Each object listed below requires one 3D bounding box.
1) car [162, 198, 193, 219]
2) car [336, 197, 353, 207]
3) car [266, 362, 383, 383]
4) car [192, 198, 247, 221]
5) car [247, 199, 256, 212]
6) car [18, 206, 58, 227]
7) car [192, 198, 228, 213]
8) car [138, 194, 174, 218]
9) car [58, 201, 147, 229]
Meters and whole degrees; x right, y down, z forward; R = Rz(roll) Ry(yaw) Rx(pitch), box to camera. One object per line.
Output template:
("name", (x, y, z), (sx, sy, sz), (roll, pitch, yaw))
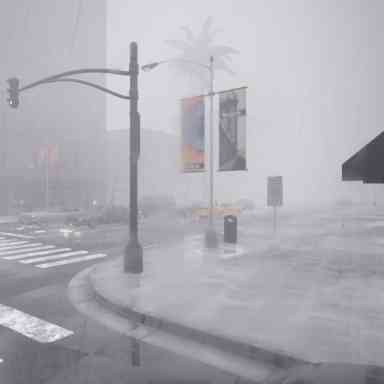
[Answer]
("car", (-0.129, 1.515, 30.333), (1.882, 1.535, 5.008), (0, 0, 35))
("car", (24.807, 1.619, 54.013), (2.128, 1.511, 4.902), (0, 0, 35))
("car", (2.202, 1.551, 1.275), (4.403, 1.369, 2.008), (0, 0, 36))
("car", (2.421, 1.518, 27.972), (1.882, 1.535, 5.008), (0, 0, 35))
("car", (5.710, 1.549, 38.583), (2.128, 1.511, 4.902), (0, 0, 35))
("car", (-9.318, 1.615, 22.973), (1.895, 1.301, 4.718), (0, 0, 35))
("car", (2.247, 1.528, 39.311), (1.882, 1.535, 5.008), (0, 0, 35))
("car", (-3.679, 1.252, 30.944), (2.150, 2.045, 5.566), (0, 0, 35))
("car", (-5.798, 1.568, 22.310), (2.033, 1.411, 5.357), (0, 0, 35))
